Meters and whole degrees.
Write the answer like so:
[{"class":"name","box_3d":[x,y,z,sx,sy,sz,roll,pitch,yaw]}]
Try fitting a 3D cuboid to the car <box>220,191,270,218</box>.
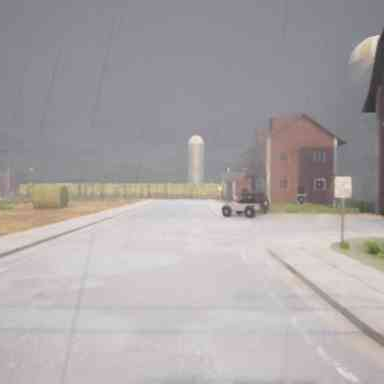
[{"class":"car","box_3d":[4.166,0.956,26.056,1.905,1.878,3.866,-8,4,-42]}]
